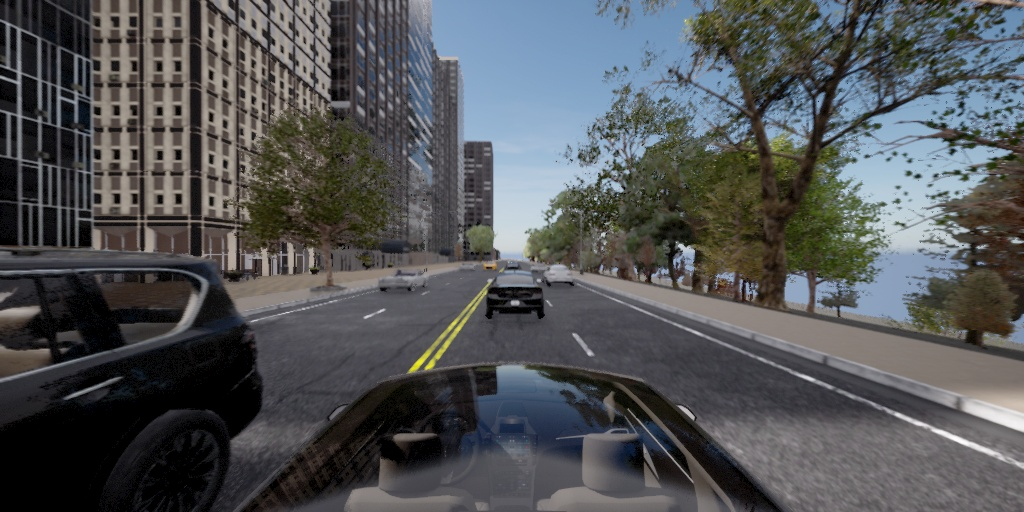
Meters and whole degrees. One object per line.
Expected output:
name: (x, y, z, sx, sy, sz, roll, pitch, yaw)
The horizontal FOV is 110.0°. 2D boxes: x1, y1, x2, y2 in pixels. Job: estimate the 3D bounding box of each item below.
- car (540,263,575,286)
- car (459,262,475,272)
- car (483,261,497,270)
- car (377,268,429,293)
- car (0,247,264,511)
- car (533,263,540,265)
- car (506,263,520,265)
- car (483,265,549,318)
car: (3.331, 1.388, 26.402, 1.812, 1.442, 4.674, 0, 0, 0)
car: (-6.565, 1.596, 52.273, 1.895, 1.301, 4.718, 0, 0, 0)
car: (-3.301, 1.484, 54.555, 1.882, 1.535, 5.008, 0, 0, 1)
car: (-6.537, 1.445, 22.001, 1.895, 1.301, 4.718, 0, 0, 1)
car: (-3.350, 0.969, 0.971, 2.150, 2.045, 5.566, 0, 0, 0)
car: (3.345, 1.562, 46.162, 1.895, 1.301, 4.718, 0, 0, 0)
car: (0.100, 1.424, 37.280, 1.837, 1.490, 4.892, 0, 0, 0)
car: (0.101, 1.279, 13.348, 1.882, 1.535, 5.008, 0, 0, 0)
